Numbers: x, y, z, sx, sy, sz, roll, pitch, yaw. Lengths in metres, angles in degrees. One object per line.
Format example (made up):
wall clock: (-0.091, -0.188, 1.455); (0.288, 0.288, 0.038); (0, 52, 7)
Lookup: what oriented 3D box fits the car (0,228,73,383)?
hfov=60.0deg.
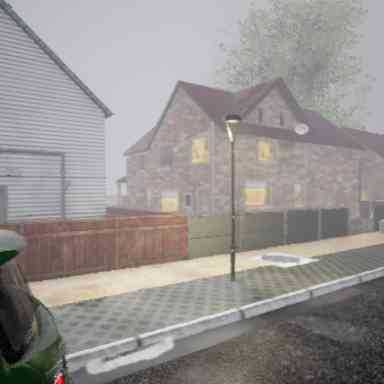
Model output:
car: (-3.171, 1.228, 0.801); (5.566, 2.045, 2.150); (0, 0, -35)
